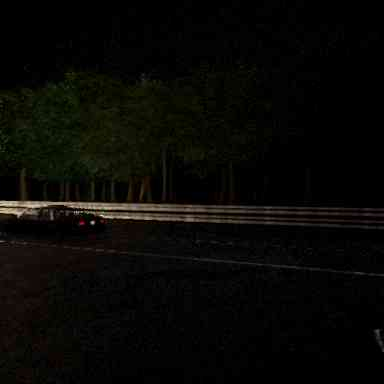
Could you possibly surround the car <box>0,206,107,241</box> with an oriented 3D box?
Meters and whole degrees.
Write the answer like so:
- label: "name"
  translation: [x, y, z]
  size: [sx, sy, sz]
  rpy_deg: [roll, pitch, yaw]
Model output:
- label: "car"
  translation: [-6.421, 1.336, 15.011]
  size: [5.357, 1.411, 2.033]
  rpy_deg: [0, 0, 25]
